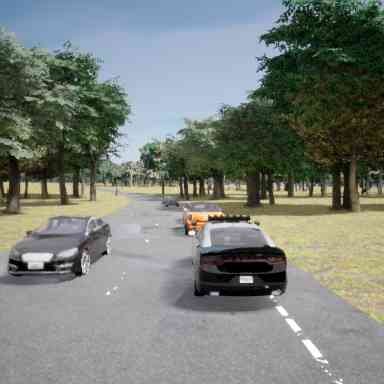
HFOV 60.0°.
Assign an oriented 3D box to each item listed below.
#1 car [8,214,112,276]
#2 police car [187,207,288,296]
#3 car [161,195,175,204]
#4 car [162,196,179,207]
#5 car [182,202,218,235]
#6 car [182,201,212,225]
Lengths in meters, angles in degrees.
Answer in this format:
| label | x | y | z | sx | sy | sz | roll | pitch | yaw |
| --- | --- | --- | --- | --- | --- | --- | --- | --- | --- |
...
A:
| label | x | y | z | sx | sy | sz | roll | pitch | yaw |
| --- | --- | --- | --- | --- | --- | --- | --- | --- | --- |
| car | -3.784 | 1.482 | 10.359 | 2.128 | 1.511 | 4.902 | 0 | 0 | -2 |
| police car | 0.950 | 1.416 | 8.757 | 1.930 | 1.638 | 5.238 | 0 | 0 | -1 |
| car | -4.261 | 1.349 | 58.820 | 2.033 | 1.411 | 5.357 | 0 | 0 | -9 |
| car | -2.941 | 1.408 | 48.595 | 2.033 | 1.411 | 5.357 | 0 | 0 | -6 |
| car | 0.602 | 1.321 | 18.680 | 2.097 | 1.767 | 4.553 | 0 | 0 | -3 |
| car | 0.275 | 1.478 | 24.743 | 1.812 | 1.442 | 4.674 | 0 | 0 | -4 |
